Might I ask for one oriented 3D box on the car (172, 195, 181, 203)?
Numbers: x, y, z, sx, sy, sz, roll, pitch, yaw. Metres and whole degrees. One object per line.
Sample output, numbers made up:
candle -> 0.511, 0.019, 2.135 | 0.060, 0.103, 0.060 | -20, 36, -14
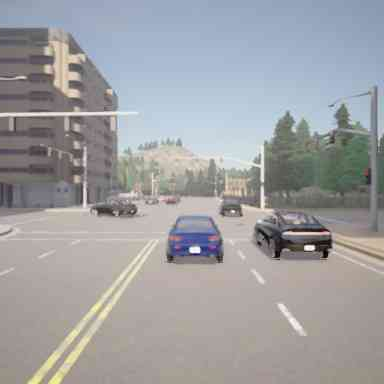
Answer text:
car -> -3.392, 1.510, 73.199 | 1.837, 1.490, 4.892 | 0, 0, 0

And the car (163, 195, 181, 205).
car -> -3.465, 1.609, 57.635 | 1.895, 1.301, 4.718 | 0, 0, 1

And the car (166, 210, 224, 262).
car -> 0.098, 1.527, 12.032 | 1.812, 1.442, 4.674 | 0, 0, 0

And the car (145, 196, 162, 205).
car -> -6.964, 1.499, 58.116 | 2.128, 1.511, 4.902 | 0, 0, 1

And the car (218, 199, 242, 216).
car -> 3.642, 1.488, 31.970 | 1.837, 1.490, 4.892 | 0, 0, 0

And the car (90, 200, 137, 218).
car -> -7.021, 1.452, 29.616 | 4.902, 1.511, 2.128 | 0, 0, 37

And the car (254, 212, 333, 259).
car -> 3.599, 1.493, 12.571 | 2.128, 1.511, 4.902 | 0, 0, 0
